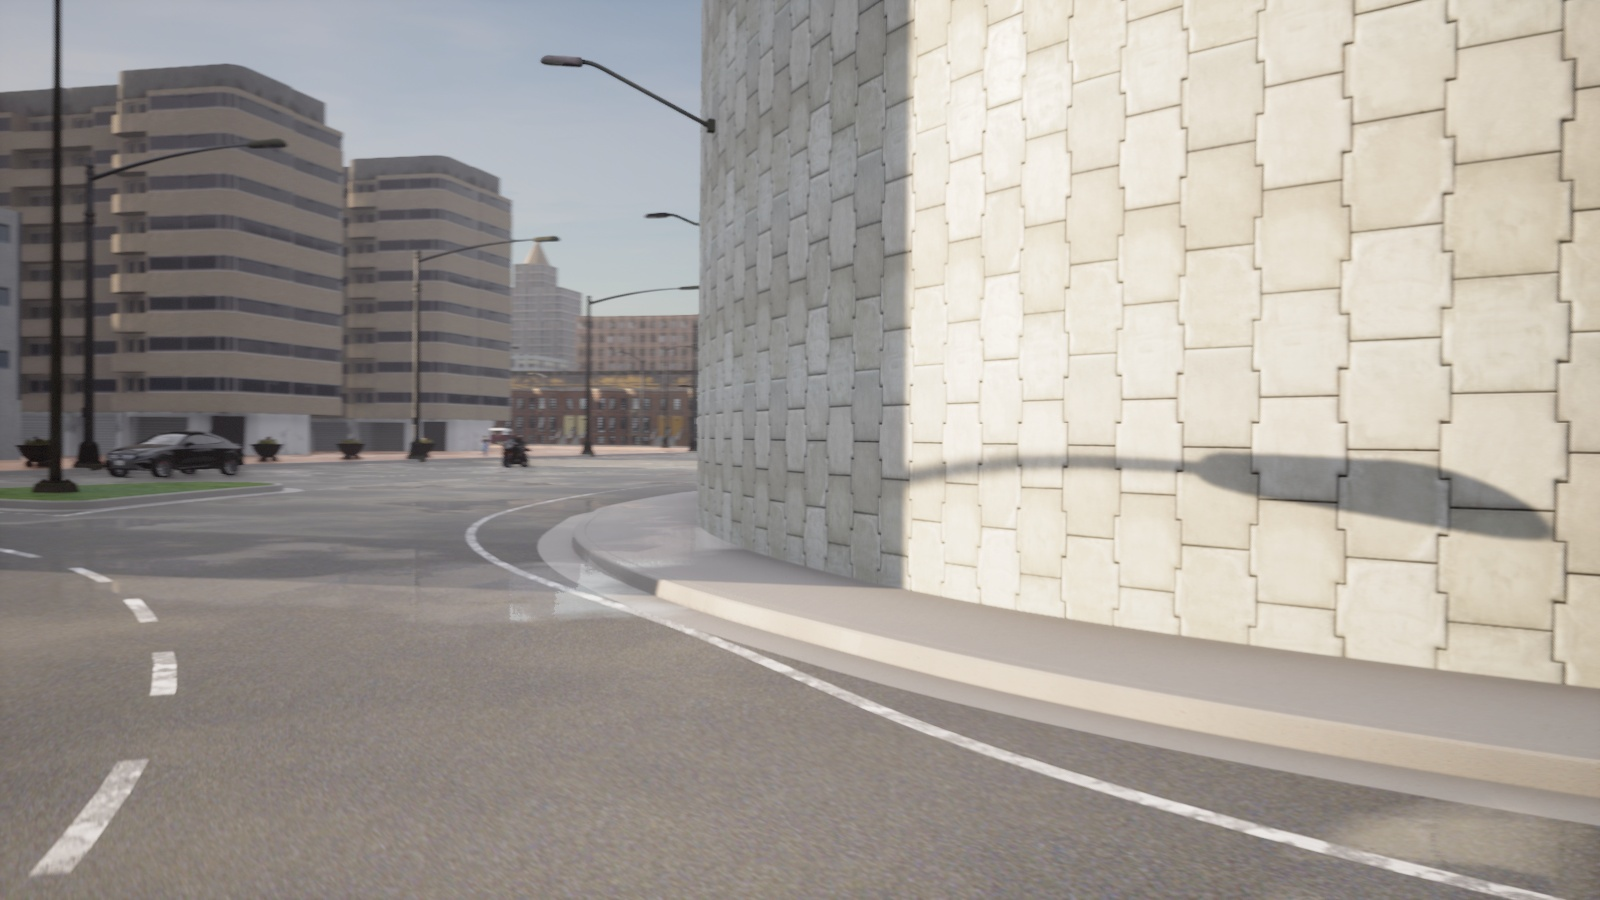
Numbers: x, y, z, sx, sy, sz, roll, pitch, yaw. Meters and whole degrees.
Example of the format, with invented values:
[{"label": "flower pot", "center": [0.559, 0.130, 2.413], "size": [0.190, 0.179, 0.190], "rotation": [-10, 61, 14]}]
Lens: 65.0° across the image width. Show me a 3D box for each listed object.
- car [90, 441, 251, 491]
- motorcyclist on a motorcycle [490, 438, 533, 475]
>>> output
[{"label": "car", "center": [-19.683, 0.470, 39.496], "size": [1.812, 1.442, 4.674], "rotation": [0, 1, 16]}, {"label": "motorcyclist on a motorcycle", "center": [-12.281, 0.270, 53.560], "size": [0.866, 1.530, 2.191], "rotation": [0, 1, 15]}]
